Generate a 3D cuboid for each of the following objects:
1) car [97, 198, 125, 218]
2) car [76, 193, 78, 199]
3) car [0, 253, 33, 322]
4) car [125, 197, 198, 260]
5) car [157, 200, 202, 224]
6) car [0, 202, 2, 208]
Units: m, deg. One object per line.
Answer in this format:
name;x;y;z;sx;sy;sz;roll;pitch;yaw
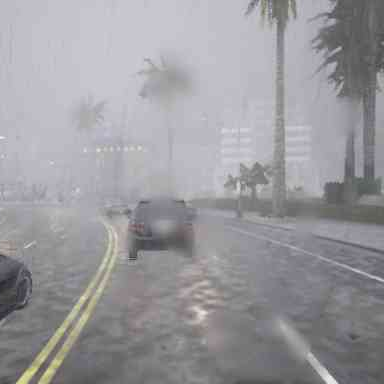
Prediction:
car;-6.935;1.482;29.736;2.128;1.511;4.902;0;0;-26
car;-27.709;1.436;86.233;4.674;1.452;2.002;0;0;10
car;-4.027;1.579;4.947;1.994;1.385;4.181;0;0;-6
car;-1.328;1.207;12.705;2.150;2.045;5.566;0;0;-10
car;-1.103;1.470;25.575;1.837;1.490;4.892;0;1;-22
car;-29.324;1.442;47.450;4.553;1.767;2.097;0;0;26
